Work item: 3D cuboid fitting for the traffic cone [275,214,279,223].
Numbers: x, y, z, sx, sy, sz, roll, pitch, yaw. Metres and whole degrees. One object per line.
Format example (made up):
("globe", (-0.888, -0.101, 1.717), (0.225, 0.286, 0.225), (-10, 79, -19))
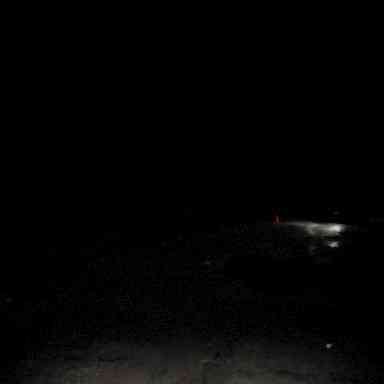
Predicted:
("traffic cone", (5.885, 1.827, 23.180), (0.340, 0.580, 0.340), (0, 1, -44))

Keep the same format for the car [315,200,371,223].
("car", (11.099, 1.371, 24.435), (5.008, 1.535, 1.882), (0, 0, -34))
